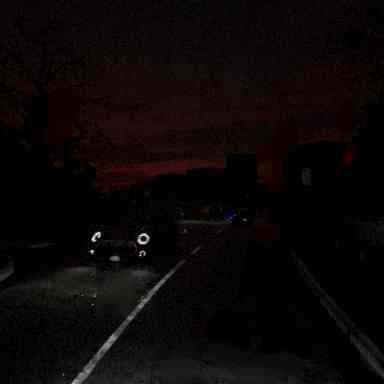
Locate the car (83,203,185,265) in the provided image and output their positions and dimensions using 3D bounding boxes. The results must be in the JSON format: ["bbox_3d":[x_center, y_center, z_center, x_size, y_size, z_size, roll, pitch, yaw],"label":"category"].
[{"bbox_3d":[-1.895,1.453,12.244,2.097,1.767,4.553,1,-1,11],"label":"car"}]

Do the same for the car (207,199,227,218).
[{"bbox_3d":[4.528,1.927,37.128,4.553,1.767,2.185,1,-2,-28],"label":"car"}]

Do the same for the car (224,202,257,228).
[{"bbox_3d":[3.771,1.819,25.586,1.882,1.535,5.008,1,-1,2],"label":"car"}]

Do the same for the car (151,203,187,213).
[{"bbox_3d":[-3.706,2.535,53.236,5.366,1.575,1.946,1,-2,-28],"label":"car"}]

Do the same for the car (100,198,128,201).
[{"bbox_3d":[-9.832,1.765,38.167,5.566,2.045,2.435,1,-2,-28],"label":"car"}]

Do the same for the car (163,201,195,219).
[{"bbox_3d":[-2.031,1.950,33.901,2.128,1.511,4.902,1,-2,-27],"label":"car"}]

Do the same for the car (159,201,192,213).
[{"bbox_3d":[-2.544,2.310,50.558,4.553,1.767,2.185,1,-2,-28],"label":"car"}]

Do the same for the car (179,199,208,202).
[{"bbox_3d":[1.746,1.927,42.393,5.566,2.045,2.435,1,-2,-28],"label":"car"}]

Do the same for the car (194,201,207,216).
[{"bbox_3d":[3.131,2.117,39.820,5.008,1.535,2.097,1,-2,-28],"label":"car"}]

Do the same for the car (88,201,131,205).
[{"bbox_3d":[-8.546,1.954,35.682,4.892,1.521,2.231,1,-2,-28],"label":"car"}]
